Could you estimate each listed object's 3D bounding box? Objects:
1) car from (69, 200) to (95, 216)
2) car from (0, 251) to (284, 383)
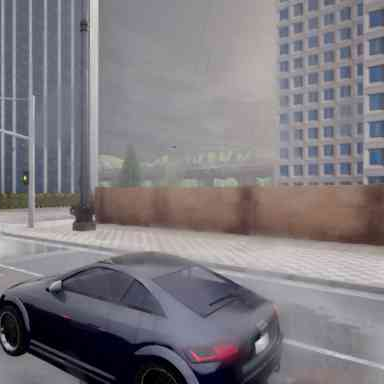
[{"bbox_3d":[-8.869,1.477,30.862,1.882,1.535,5.008,0,0,35],"label":"car"},{"bbox_3d":[-0.909,1.564,4.651,4.181,1.385,1.994,0,0,35],"label":"car"}]
